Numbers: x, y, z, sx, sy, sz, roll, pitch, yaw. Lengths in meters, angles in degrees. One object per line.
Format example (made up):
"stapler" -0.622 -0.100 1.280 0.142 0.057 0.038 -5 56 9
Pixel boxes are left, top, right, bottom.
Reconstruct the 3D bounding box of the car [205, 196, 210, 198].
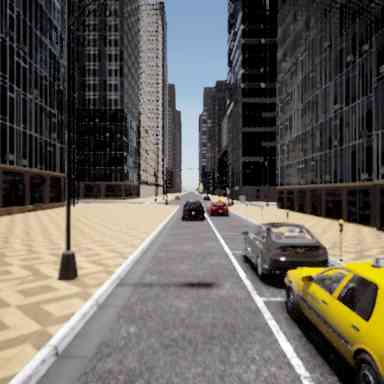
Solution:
"car" 2.576 1.549 37.846 1.752 1.417 4.829 0 0 0

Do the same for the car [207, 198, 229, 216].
"car" 2.574 1.566 32.125 1.887 1.381 4.507 0 0 0

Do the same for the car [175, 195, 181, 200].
"car" -4.063 1.644 94.264 1.802 1.307 4.206 0 0 0

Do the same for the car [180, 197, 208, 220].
"car" 0.108 1.497 28.727 1.882 1.535 5.008 0 0 0

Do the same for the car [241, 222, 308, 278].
"car" 2.567 1.559 9.920 2.008 1.369 4.403 0 0 0

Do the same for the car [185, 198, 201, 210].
"car" 0.102 1.590 44.554 1.994 1.385 4.181 0 0 0

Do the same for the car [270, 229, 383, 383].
"car" 2.566 1.529 4.538 1.752 1.417 4.829 0 0 0
